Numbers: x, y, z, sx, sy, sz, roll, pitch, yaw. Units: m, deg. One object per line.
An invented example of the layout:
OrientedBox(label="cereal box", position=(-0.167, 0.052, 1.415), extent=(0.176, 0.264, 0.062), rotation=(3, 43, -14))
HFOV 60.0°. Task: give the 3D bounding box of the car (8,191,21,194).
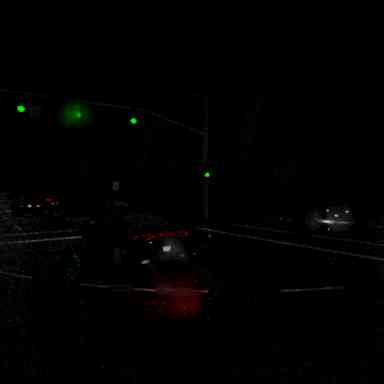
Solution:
OrientedBox(label="car", position=(-33.777, 0.518, 63.445), extent=(2.097, 1.767, 4.553), rotation=(-1, 1, -33))

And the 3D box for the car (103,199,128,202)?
OrientedBox(label="car", position=(-4.949, 1.192, 21.133), extent=(1.812, 1.442, 4.674), rotation=(-1, 1, -34))

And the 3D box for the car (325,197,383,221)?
OrientedBox(label="car", position=(11.321, 1.059, 22.505), extent=(5.357, 1.411, 2.033), rotation=(-1, 1, -34))

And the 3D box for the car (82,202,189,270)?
OrientedBox(label="car", position=(-2.043, 1.302, 10.704), extent=(1.882, 1.535, 5.008), rotation=(-1, 1, -34))

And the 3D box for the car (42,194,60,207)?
OrientedBox(label="car", position=(-16.386, 0.973, 37.818), extent=(1.837, 1.490, 4.892), rotation=(-1, 1, -34))

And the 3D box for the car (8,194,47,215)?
OrientedBox(label="car", position=(-14.389, 1.158, 28.715), extent=(2.033, 1.411, 5.357), rotation=(-1, 1, -34))
